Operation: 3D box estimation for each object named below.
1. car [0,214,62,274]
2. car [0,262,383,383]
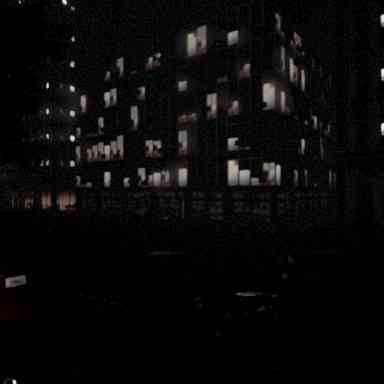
[{"bbox_3d":[-4.371,1.317,5.991,5.009,1.841,2.192,0,0,35],"label":"car"},{"bbox_3d":[0.127,1.566,2.786,4.313,1.339,1.947,0,0,35],"label":"car"}]
